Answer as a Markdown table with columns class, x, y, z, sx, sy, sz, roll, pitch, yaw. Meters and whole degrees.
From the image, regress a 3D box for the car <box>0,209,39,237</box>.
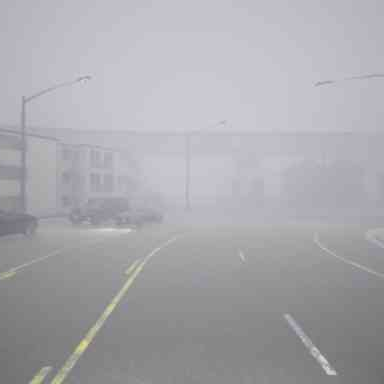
| class | x | y | z | sx | sy | sz | roll | pitch | yaw |
| --- | --- | --- | --- | --- | --- | --- | --- | --- | --- |
| car | -9.808 | 1.648 | 16.661 | 2.128 | 1.511 | 4.902 | 0 | -1 | 11 |

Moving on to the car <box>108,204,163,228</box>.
| class | x | y | z | sx | sy | sz | roll | pitch | yaw |
| --- | --- | --- | --- | --- | --- | --- | --- | --- | --- |
| car | -3.848 | 1.796 | 24.601 | 1.994 | 1.385 | 4.181 | 0 | -1 | 25 |

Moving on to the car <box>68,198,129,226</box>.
| class | x | y | z | sx | sy | sz | roll | pitch | yaw |
| --- | --- | --- | --- | --- | --- | --- | --- | --- | --- |
| car | -7.024 | 1.461 | 26.076 | 2.150 | 2.045 | 5.566 | 0 | -1 | 25 |
